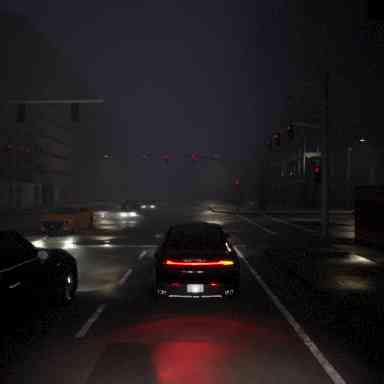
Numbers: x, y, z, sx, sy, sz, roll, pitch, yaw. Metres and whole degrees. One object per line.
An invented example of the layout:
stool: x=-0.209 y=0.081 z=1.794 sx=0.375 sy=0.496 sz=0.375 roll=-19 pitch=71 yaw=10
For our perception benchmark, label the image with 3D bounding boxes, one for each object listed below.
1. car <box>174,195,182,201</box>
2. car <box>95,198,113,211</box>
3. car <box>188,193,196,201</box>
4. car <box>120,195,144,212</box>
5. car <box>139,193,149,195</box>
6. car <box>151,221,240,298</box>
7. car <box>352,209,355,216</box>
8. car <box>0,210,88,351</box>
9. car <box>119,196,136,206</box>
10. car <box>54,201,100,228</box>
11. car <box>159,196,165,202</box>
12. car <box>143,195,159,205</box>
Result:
car: x=-3.517 y=1.553 z=84.269 sx=1.994 sy=1.385 sz=4.181 roll=0 pitch=0 yaw=1
car: x=-11.113 y=1.526 z=40.862 sx=1.812 sy=1.442 sz=4.674 roll=0 pitch=0 yaw=3
car: x=-0.014 y=1.225 z=84.494 sx=2.150 sy=2.045 sz=5.566 roll=0 pitch=0 yaw=1
car: x=-7.307 y=1.491 z=39.705 sx=2.128 sy=1.511 sz=4.902 roll=0 pitch=0 yaw=-2
car: x=-10.645 y=1.221 z=72.720 sx=2.150 sy=2.045 sz=5.566 roll=0 pitch=0 yaw=1
car: x=0.081 y=1.505 z=8.476 sx=1.837 sy=1.490 sz=4.892 roll=0 pitch=0 yaw=0
car: x=15.972 y=1.656 z=27.702 sx=4.718 sy=1.301 sz=1.895 roll=0 pitch=0 yaw=0
car: x=-3.445 y=1.352 z=5.153 sx=2.097 sy=1.767 sz=4.553 roll=0 pitch=0 yaw=0
car: x=-10.903 y=1.477 z=56.791 sx=1.882 sy=1.535 sz=5.008 roll=0 pitch=0 yaw=1
car: x=-7.179 y=1.501 z=19.542 sx=1.882 sy=1.535 sz=5.008 roll=0 pitch=0 yaw=-1
car: x=-7.136 y=1.525 z=73.502 sx=2.033 sy=1.411 sz=5.357 roll=0 pitch=0 yaw=1
car: x=-7.396 y=1.601 z=57.438 sx=1.895 sy=1.301 sz=4.718 roll=0 pitch=0 yaw=1
